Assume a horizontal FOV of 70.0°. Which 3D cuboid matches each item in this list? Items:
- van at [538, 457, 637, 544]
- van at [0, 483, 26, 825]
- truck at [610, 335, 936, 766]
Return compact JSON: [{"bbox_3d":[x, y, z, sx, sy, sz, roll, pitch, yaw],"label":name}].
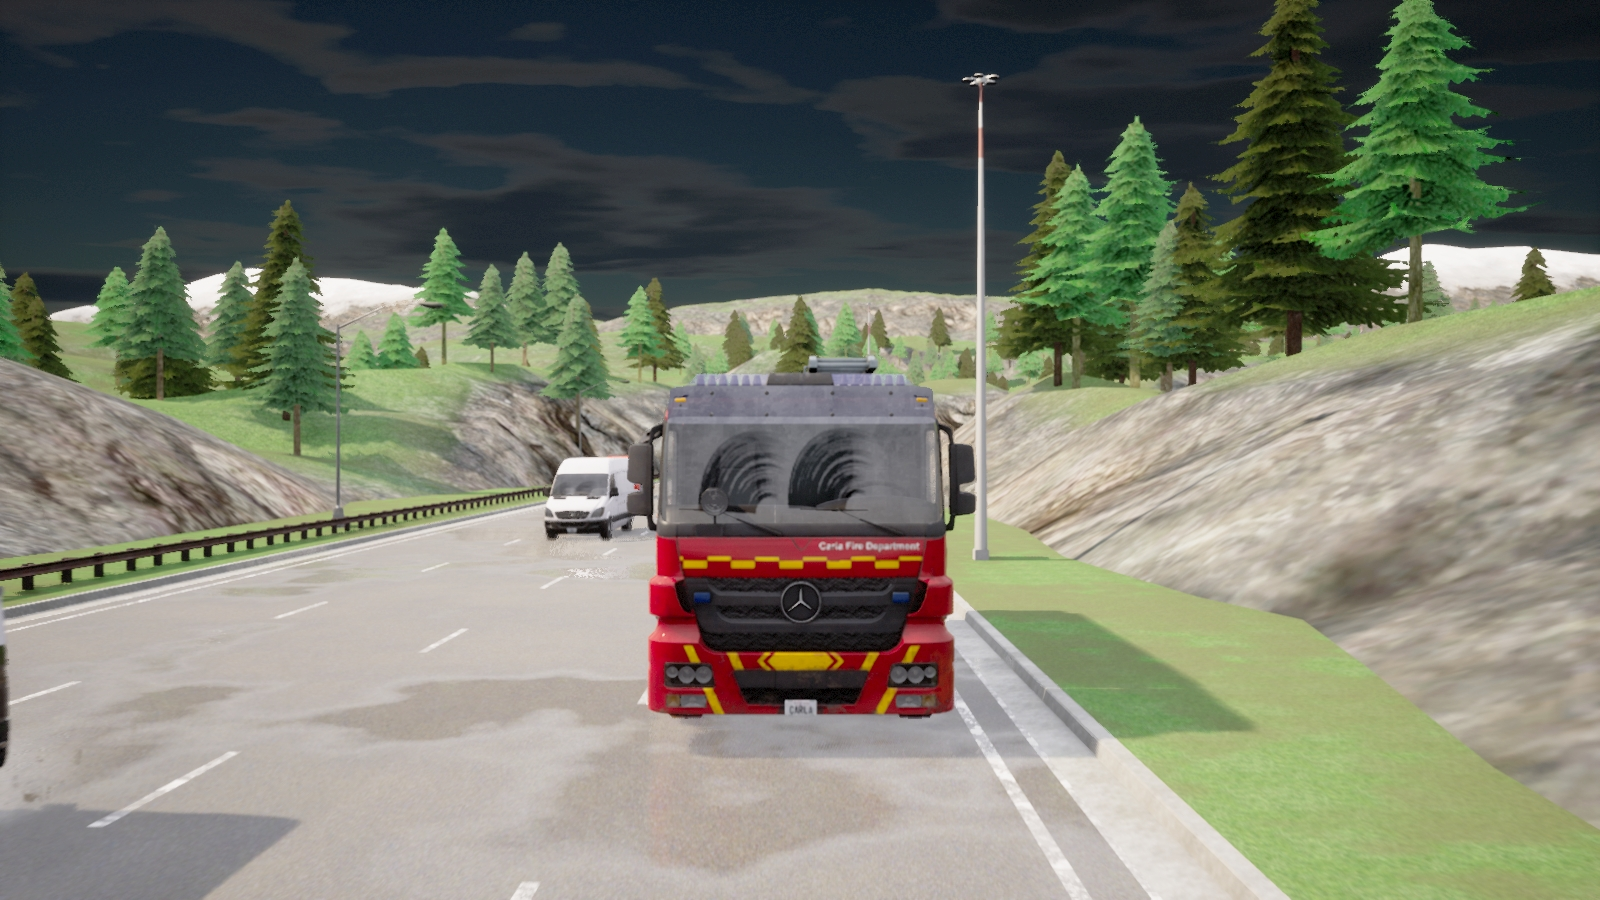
[{"bbox_3d":[-6.813,1.532,37.282,1.988,2.561,5.915,0,0,1],"label":"van"},{"bbox_3d":[-7.004,1.534,5.913,1.988,2.561,5.915,0,0,0],"label":"van"},{"bbox_3d":[-0.239,0.889,14.364,2.891,3.827,8.468,0,0,0],"label":"truck"}]
